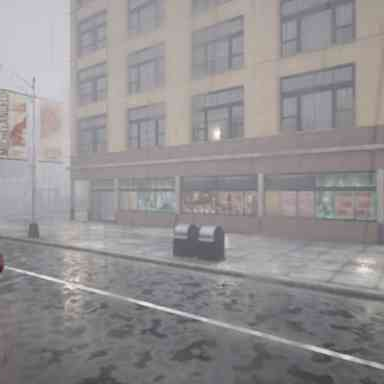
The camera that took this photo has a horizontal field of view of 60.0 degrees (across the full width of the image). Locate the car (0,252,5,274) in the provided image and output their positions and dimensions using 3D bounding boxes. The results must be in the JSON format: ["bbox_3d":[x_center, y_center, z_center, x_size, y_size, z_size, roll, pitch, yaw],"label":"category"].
[{"bbox_3d":[-6.481,1.608,8.698,1.895,1.301,4.718,0,0,-42],"label":"car"}]
